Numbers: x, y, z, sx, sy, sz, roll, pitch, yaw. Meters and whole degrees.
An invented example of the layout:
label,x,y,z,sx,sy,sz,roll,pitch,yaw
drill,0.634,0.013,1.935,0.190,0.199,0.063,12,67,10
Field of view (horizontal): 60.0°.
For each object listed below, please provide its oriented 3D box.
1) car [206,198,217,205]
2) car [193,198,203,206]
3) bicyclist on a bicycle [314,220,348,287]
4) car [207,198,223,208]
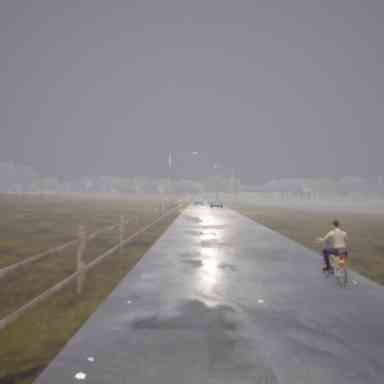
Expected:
label,x,y,z,sx,sy,sz,roll,pitch,yaw
car,4.170,1.996,71.991,2.033,1.411,5.357,1,-1,1
car,1.181,1.854,61.185,2.033,1.411,5.357,1,-1,2
bicyclist on a bicycle,3.657,1.510,8.580,0.866,1.612,1.509,1,0,1
car,3.897,1.846,53.964,1.994,1.385,4.181,1,0,1
